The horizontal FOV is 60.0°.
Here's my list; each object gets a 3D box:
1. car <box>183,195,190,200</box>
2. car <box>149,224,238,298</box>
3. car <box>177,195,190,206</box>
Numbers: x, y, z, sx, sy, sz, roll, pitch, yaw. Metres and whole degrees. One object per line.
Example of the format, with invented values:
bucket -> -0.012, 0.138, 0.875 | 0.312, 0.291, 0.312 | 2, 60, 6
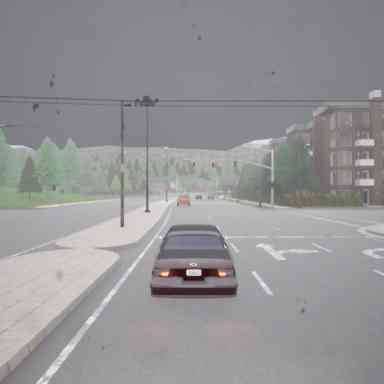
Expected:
car -> -1.566, 1.504, 95.431 | 1.812, 1.442, 4.674 | 0, 0, 0
car -> 0.041, 1.546, 8.684 | 2.033, 1.411, 5.357 | 0, 0, 0
car -> -1.369, 1.341, 54.428 | 2.097, 1.767, 4.553 | 0, 0, -1
